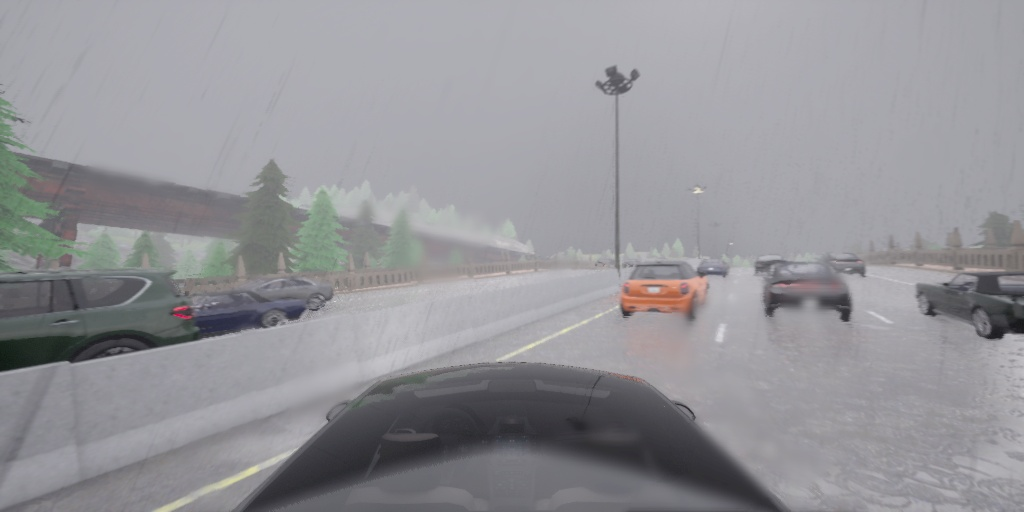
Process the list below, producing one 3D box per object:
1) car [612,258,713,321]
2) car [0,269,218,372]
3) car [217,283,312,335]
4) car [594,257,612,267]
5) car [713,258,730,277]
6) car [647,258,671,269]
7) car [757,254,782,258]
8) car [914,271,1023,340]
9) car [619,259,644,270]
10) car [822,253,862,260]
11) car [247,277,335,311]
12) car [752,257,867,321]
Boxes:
[{"bbox_3d":[5.169,0.940,11.885,2.097,1.767,4.553,-2,0,33],"label":"car"},{"bbox_3d":[-8.005,1.276,4.977,2.150,2.045,5.566,-2,0,33],"label":"car"},{"bbox_3d":[-8.713,1.700,10.238,1.895,1.301,4.718,-2,0,33],"label":"car"},{"bbox_3d":[12.838,0.793,49.137,1.994,1.385,4.181,-2,-2,33],"label":"car"},{"bbox_3d":[15.167,0.832,27.047,1.994,1.385,4.181,-2,0,33],"label":"car"},{"bbox_3d":[18.586,0.958,45.122,1.895,1.301,4.718,-2,-2,33],"label":"car"},{"bbox_3d":[18.691,0.611,26.041,1.882,1.535,5.008,-2,0,33],"label":"car"},{"bbox_3d":[10.867,0.964,7.802,1.895,1.301,4.718,-2,0,33],"label":"car"},{"bbox_3d":[15.752,1.076,47.177,1.994,1.385,4.181,-2,-2,33],"label":"car"},{"bbox_3d":[20.701,0.539,22.734,2.128,1.511,4.902,-2,0,33],"label":"car"},{"bbox_3d":[-9.920,1.651,14.771,2.128,1.511,4.902,-2,0,33],"label":"car"},{"bbox_3d":[8.804,0.942,11.035,2.128,1.511,4.902,-2,0,33],"label":"car"}]
